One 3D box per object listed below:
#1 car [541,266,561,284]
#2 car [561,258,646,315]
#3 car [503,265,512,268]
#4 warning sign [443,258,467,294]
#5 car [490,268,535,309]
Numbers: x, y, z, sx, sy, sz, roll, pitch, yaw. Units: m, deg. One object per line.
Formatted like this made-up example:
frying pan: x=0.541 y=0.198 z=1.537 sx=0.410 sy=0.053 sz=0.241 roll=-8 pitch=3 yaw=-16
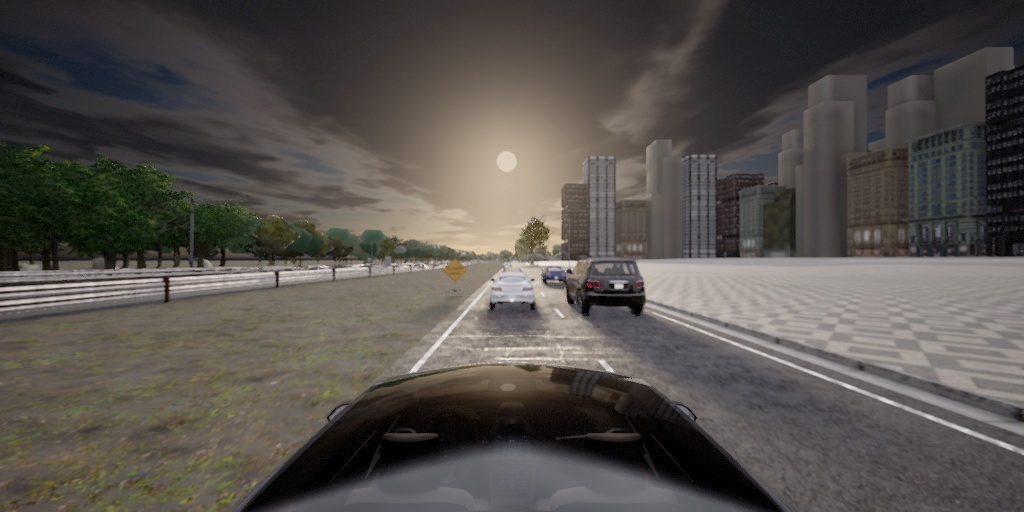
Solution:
car: x=3.539 y=1.562 z=30.735 sx=1.812 sy=1.442 sz=4.674 roll=0 pitch=0 yaw=1
car: x=3.515 y=1.101 z=14.412 sx=2.150 sy=2.045 sz=5.566 roll=0 pitch=0 yaw=0
car: x=0.030 y=1.631 z=30.093 sx=1.895 sy=1.301 sz=4.718 roll=0 pitch=-1 yaw=1
warning sign: x=-3.044 y=1.038 z=19.133 sx=1.300 sy=1.860 sz=1.060 roll=0 pitch=0 yaw=0
car: x=0.032 y=1.415 z=15.738 sx=1.812 sy=1.442 sz=4.674 roll=0 pitch=0 yaw=1
